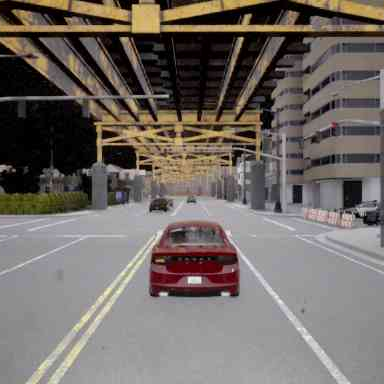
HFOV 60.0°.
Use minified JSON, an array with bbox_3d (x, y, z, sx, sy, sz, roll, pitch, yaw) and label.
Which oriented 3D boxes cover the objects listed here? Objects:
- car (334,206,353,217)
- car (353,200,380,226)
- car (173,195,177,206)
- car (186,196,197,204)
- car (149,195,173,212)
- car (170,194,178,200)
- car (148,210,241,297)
[{"bbox_3d":[13.583,1.233,25.430,4.536,1.218,1.853,0,0,25],"label":"car"},{"bbox_3d":[13.218,1.397,21.292,4.974,1.542,2.038,0,0,-20],"label":"car"},{"bbox_3d":[-3.687,1.510,47.655,1.994,1.385,4.181,0,0,0],"label":"car"},{"bbox_3d":[-0.129,1.466,63.273,2.033,1.411,5.357,0,0,0],"label":"car"},{"bbox_3d":[-3.658,1.437,37.817,1.882,1.535,5.008,0,0,1],"label":"car"},{"bbox_3d":[-3.629,1.168,62.849,1.812,1.442,4.674,0,0,0],"label":"car"},{"bbox_3d":[0.055,1.468,8.598,1.882,1.535,5.008,0,0,0],"label":"car"}]
